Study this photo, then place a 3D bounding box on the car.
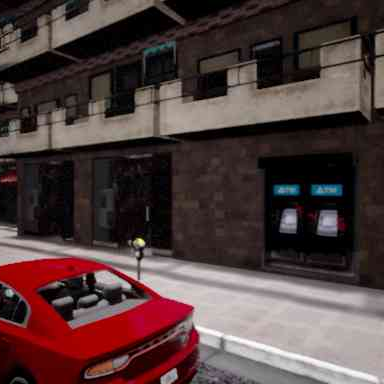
[{"bbox_3d":[-2.024,1.548,4.313,4.507,1.381,1.887,0,0,36],"label":"car"}]
